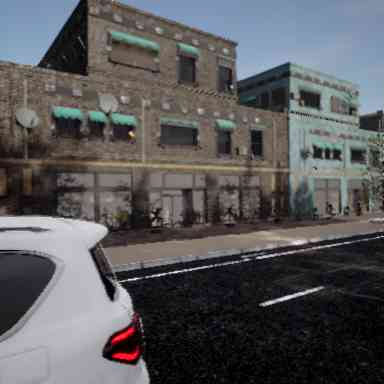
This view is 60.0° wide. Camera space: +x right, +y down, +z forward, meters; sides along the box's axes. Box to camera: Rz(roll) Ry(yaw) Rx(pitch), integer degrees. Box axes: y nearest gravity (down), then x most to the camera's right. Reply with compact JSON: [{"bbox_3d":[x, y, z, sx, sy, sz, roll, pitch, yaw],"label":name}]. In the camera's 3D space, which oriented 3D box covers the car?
[{"bbox_3d":[-2.918,1.229,1.604,5.566,2.045,2.150,0,0,-35],"label":"car"}]
